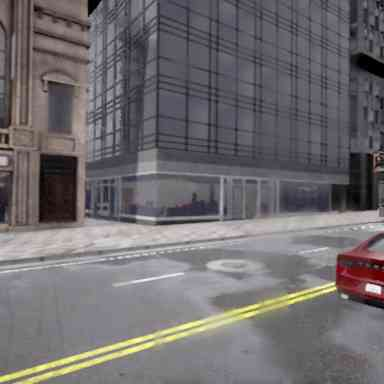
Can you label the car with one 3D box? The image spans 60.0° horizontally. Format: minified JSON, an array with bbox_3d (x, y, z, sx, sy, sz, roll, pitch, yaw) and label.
[{"bbox_3d":[5.099,1.493,7.116,5.008,1.535,1.882,0,0,-36],"label":"car"}]
